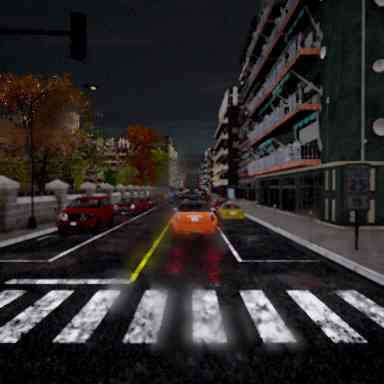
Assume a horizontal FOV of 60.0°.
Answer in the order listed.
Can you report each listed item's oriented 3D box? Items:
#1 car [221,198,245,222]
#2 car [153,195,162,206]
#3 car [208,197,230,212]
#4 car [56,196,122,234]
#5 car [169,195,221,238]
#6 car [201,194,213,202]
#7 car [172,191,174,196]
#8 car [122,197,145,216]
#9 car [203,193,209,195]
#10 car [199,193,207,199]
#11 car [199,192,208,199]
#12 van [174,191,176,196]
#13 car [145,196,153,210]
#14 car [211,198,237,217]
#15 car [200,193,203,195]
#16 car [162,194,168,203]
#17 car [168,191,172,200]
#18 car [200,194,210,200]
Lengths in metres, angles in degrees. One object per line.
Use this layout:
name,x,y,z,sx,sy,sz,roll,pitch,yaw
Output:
car,2.724,1.345,24.106,1.752,1.417,4.829,0,0,0
car,-5.623,1.246,46.088,1.802,1.307,4.206,0,0,0
car,2.740,1.293,35.006,2.008,1.369,4.403,0,0,0
car,-5.666,1.176,18.411,2.192,1.841,5.009,0,0,0
car,0.124,1.224,16.958,2.097,1.767,4.553,0,0,0
car,2.782,1.094,62.681,1.887,1.381,4.507,0,0,0
car,-5.582,1.026,73.763,2.008,1.369,4.403,0,0,0
car,-5.649,1.221,29.482,1.967,1.590,4.097,0,0,0
car,2.774,1.132,57.146,1.887,1.381,4.507,0,0,0
car,2.815,0.969,84.821,1.947,1.339,4.313,0,0,0
car,2.806,0.879,79.285,1.967,1.590,4.097,0,0,0
van,-5.558,0.707,90.366,1.690,1.788,3.998,0,0,0
car,-5.640,1.286,35.018,1.887,1.381,4.507,0,0,0
car,2.732,1.326,29.470,1.887,1.381,4.507,0,0,0
car,0.077,1.168,44.389,2.128,1.511,4.902,0,1,0
car,-5.606,1.169,57.159,1.802,1.307,4.206,0,0,0
car,-5.591,1.038,68.058,1.752,1.417,4.829,0,0,0
car,2.798,1.041,73.752,1.947,1.339,4.313,0,0,0
